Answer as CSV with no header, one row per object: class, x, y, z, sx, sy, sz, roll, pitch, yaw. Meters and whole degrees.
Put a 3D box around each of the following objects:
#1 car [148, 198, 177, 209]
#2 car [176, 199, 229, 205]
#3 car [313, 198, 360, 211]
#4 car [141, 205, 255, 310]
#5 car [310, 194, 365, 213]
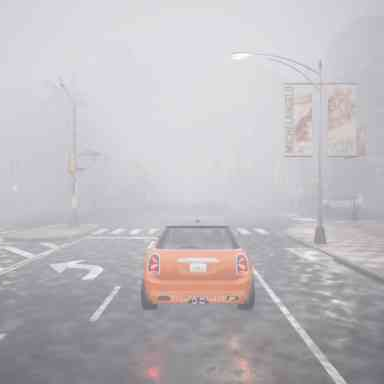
car,-2.856,1.491,40.047,4.902,1.511,2.128,0,0,1
car,1.367,1.548,35.835,5.357,1.411,2.033,0,0,-10
car,17.231,1.505,39.837,4.892,1.490,1.837,0,0,1
car,0.112,1.352,7.994,2.097,1.767,4.553,0,0,0
car,15.889,1.221,36.360,5.566,2.045,2.150,0,0,1
